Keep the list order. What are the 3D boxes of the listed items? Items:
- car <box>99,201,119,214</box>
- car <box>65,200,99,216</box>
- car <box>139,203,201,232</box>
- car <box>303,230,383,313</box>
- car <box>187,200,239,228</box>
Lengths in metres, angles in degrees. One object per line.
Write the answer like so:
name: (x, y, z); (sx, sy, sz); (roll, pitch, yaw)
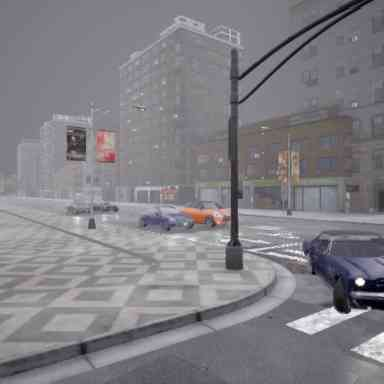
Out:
car: (-9.989, 1.728, 37.832); (1.895, 1.301, 4.718); (0, 0, -36)
car: (-11.798, 1.629, 34.792); (1.837, 1.490, 4.892); (0, 0, -36)
car: (-1.741, 1.590, 20.968); (1.812, 1.442, 4.674); (0, 0, -36)
car: (3.887, 1.605, 7.596); (1.895, 1.301, 4.718); (0, 0, 9)
car: (1.086, 1.414, 22.605); (2.097, 1.767, 4.553); (0, 0, -36)
